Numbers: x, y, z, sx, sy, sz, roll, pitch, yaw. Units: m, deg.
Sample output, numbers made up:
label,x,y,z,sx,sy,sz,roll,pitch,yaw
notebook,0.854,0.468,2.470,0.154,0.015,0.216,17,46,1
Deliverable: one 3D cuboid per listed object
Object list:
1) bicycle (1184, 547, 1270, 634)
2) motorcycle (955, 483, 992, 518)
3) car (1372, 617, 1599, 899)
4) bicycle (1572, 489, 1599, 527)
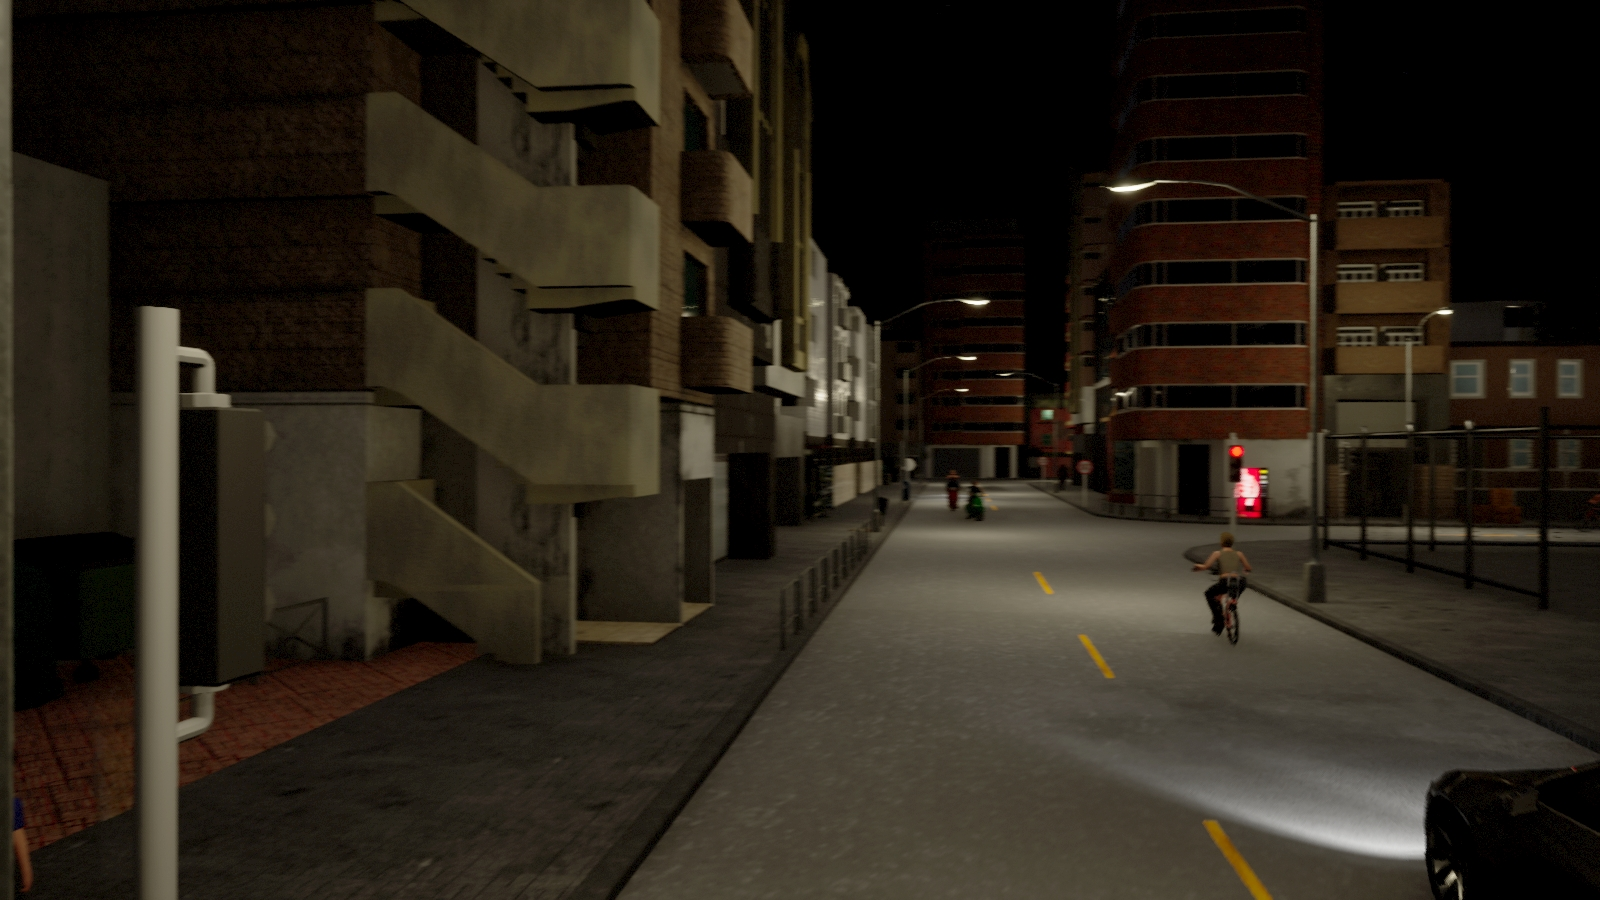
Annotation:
label,x,y,z,sx,sy,sz,roll,pitch,yaw
bicycle,6.277,2.046,16.877,0.859,1.080,1.487,0,0,7
motorcycle,6.796,1.970,44.929,0.856,1.236,1.805,3,0,-9
car,4.522,1.851,5.018,2.163,1.488,4.792,0,0,8
bicycle,27.604,1.983,39.369,1.643,1.296,0.373,0,0,8
